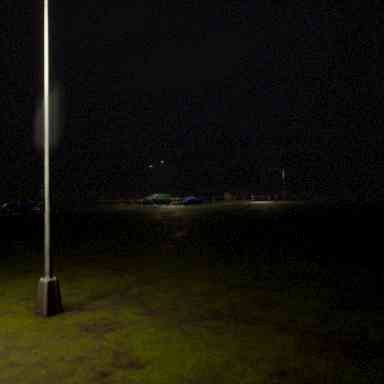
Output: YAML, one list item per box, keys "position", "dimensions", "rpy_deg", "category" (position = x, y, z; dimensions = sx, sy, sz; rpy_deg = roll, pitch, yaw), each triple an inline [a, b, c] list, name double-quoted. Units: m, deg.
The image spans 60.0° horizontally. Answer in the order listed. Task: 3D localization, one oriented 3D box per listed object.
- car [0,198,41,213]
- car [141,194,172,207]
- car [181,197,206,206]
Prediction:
- position: [-20.765, 1.550, 40.128]
  dimensions: [2.097, 1.767, 4.553]
  rpy_deg: [1, 1, 43]
  category: "car"
- position: [-5.944, 1.358, 55.915]
  dimensions: [2.150, 2.045, 5.566]
  rpy_deg: [1, 0, 44]
  category: "car"
- position: [0.300, 1.616, 58.250]
  dimensions: [1.882, 1.535, 5.008]
  rpy_deg: [1, 1, 44]
  category: "car"
